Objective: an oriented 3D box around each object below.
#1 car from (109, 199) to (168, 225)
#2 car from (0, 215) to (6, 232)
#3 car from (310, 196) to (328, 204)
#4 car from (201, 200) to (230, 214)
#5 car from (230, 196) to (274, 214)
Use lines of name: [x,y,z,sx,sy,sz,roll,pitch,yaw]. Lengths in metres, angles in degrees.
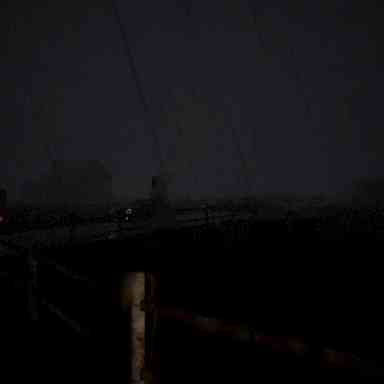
car: [-3.741,1.276,23.734,2.097,1.767,4.553,-1,0,34]
car: [-11.003,1.331,14.839,4.553,1.767,2.097,-1,0,-42]
car: [20.985,1.317,54.748,1.895,1.301,4.718,-1,0,34]
car: [2.860,1.475,33.405,1.895,1.301,4.718,-1,0,34]
car: [6.041,1.197,32.841,2.097,1.767,4.553,-1,0,34]
